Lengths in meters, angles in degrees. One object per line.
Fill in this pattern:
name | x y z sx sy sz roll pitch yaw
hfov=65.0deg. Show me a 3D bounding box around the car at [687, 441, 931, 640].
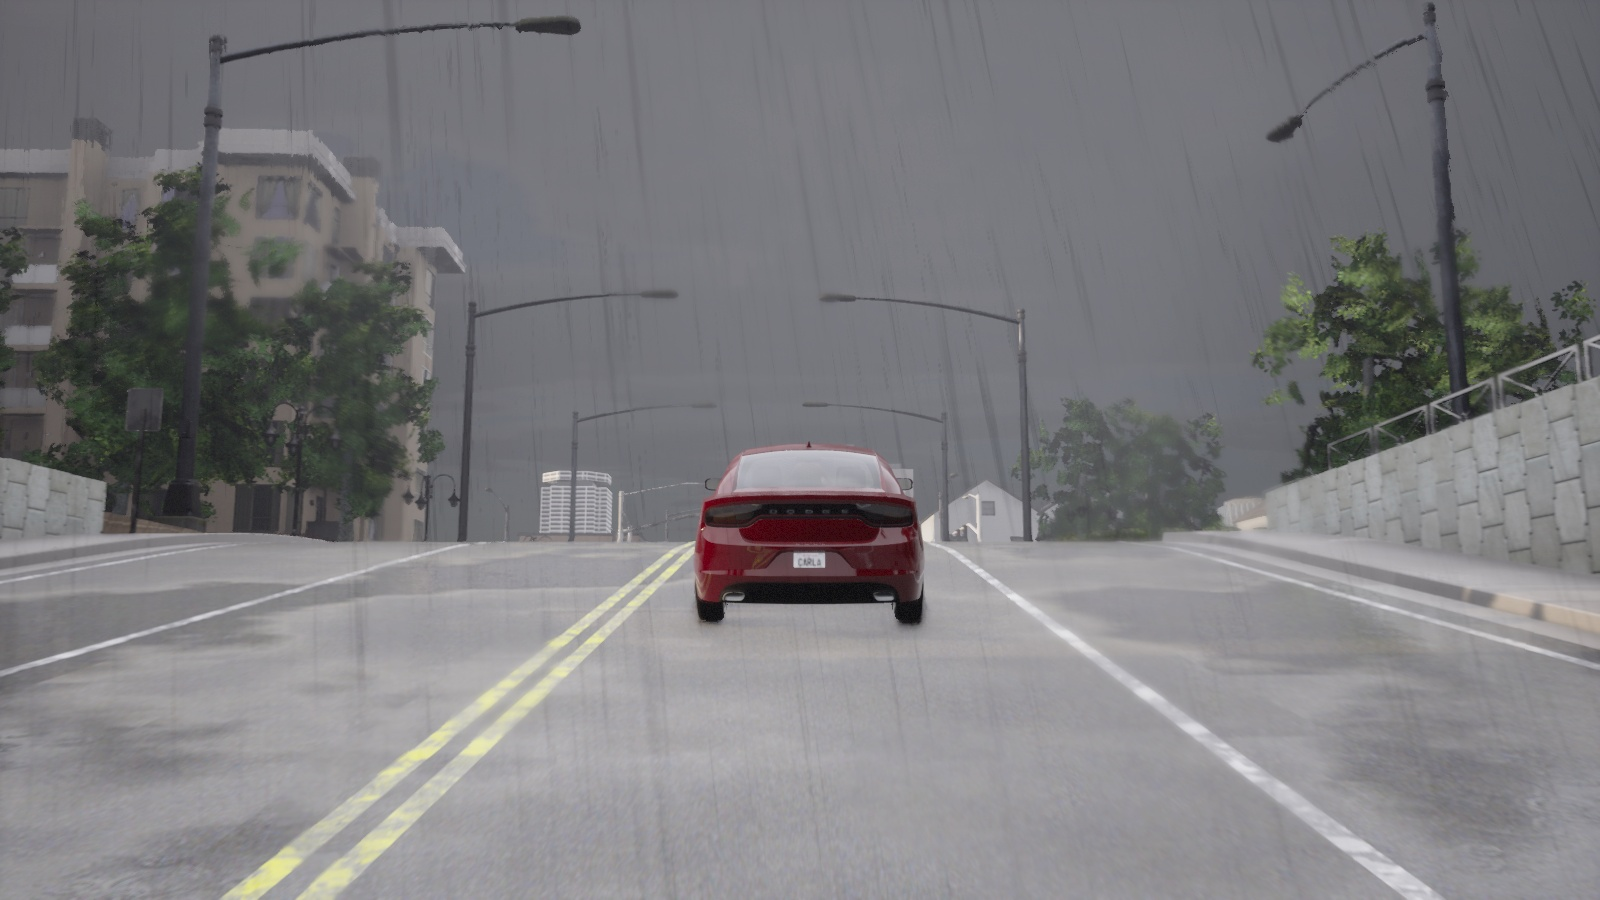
car | 0.085 0.685 12.186 1.882 1.535 5.008 0 0 0
